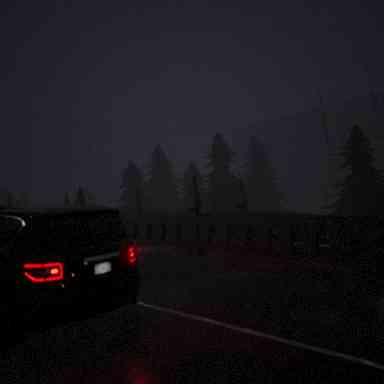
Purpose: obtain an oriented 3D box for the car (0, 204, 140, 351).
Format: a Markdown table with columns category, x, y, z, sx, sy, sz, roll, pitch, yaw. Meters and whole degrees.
| category | x | y | z | sx | sy | sz | roll | pitch | yaw |
| --- | --- | --- | --- | --- | --- | --- | --- | --- | --- |
| car | -3.504 | 1.278 | 6.494 | 5.566 | 2.045 | 2.150 | -1 | -1 | 36 |
